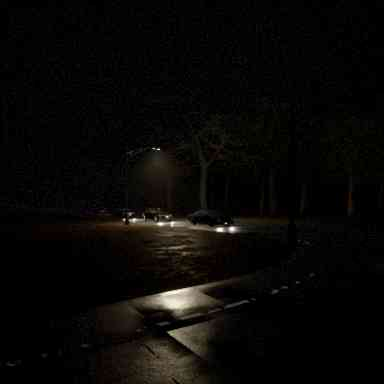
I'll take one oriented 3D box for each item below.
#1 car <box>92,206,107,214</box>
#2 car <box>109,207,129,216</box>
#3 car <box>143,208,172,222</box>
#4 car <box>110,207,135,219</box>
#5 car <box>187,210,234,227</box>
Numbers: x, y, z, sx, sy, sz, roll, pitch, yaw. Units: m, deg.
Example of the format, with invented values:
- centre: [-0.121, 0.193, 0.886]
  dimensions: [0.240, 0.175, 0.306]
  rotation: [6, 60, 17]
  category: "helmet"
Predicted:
- centre: [-18.663, 3.587, 67.118]
  dimensions: [2.128, 1.511, 4.902]
  rotation: [1, -2, -33]
  category: "car"
- centre: [-12.789, 3.352, 58.157]
  dimensions: [1.994, 1.385, 4.181]
  rotation: [1, -2, -33]
  category: "car"
- centre: [-4.020, 2.581, 38.010]
  dimensions: [1.837, 1.490, 4.892]
  rotation: [1, -2, -33]
  category: "car"
- centre: [-9.597, 2.898, 46.550]
  dimensions: [2.128, 1.511, 4.902]
  rotation: [1, -2, -33]
  category: "car"
- centre: [1.478, 2.283, 29.645]
  dimensions: [2.033, 1.411, 5.357]
  rotation: [0, -2, -30]
  category: "car"
